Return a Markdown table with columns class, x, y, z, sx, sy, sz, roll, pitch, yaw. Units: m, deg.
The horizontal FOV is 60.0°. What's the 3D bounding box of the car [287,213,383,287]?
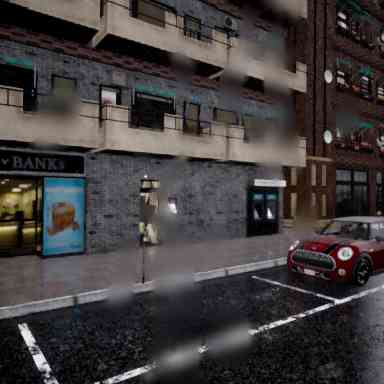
| class | x | y | z | sx | sy | sz | roll | pitch | yaw |
| --- | --- | --- | --- | --- | --- | --- | --- | --- | --- |
| car | 4.517 | 1.442 | 9.319 | 4.097 | 1.590 | 1.967 | 0 | 1 | -36 |
